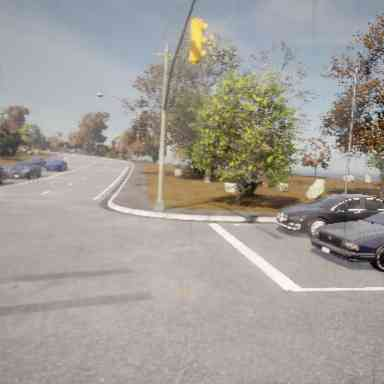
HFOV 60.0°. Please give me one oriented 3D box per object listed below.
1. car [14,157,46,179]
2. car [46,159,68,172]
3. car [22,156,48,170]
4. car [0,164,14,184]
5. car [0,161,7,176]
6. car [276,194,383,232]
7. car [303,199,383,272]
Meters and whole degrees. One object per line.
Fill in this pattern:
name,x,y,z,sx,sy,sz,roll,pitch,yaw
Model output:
car,-16.565,-2.303,33.059,2.097,1.767,4.553,2,6,-8
car,-18.298,-3.669,45.205,1.882,1.535,5.008,2,7,-8
car,-22.096,-4.129,47.071,1.882,1.535,5.008,2,7,-8
car,-15.286,-1.187,24.297,2.033,1.411,5.357,2,5,-8
car,-20.045,-2.282,32.628,1.812,1.442,4.674,2,6,-8
car,5.592,0.839,12.311,4.892,1.490,1.837,2,4,-10
car,6.006,1.166,8.830,5.357,1.411,2.033,2,4,-11
